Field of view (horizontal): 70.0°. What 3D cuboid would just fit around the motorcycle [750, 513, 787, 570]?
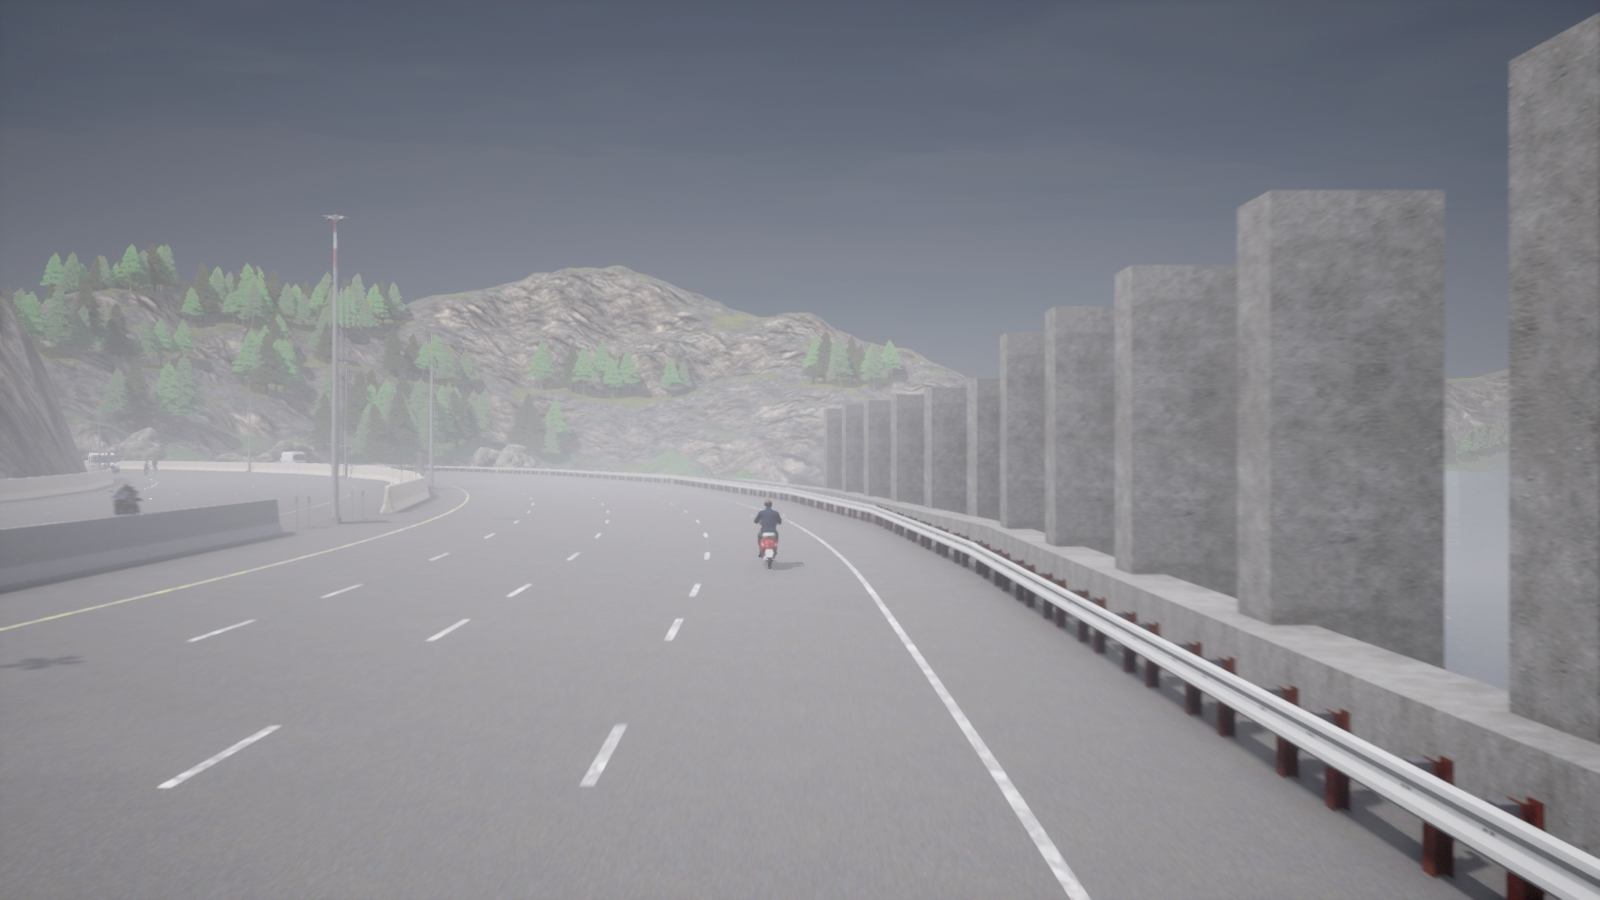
[{"bbox_3d":[-0.770,2.177,27.523,0.856,1.236,1.805,0,0,-3],"label":"motorcycle"}]

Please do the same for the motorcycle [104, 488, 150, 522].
[{"bbox_3d":[-27.172,2.200,46.172,0.867,1.251,2.209,-1,0,-10],"label":"motorcycle"}]
